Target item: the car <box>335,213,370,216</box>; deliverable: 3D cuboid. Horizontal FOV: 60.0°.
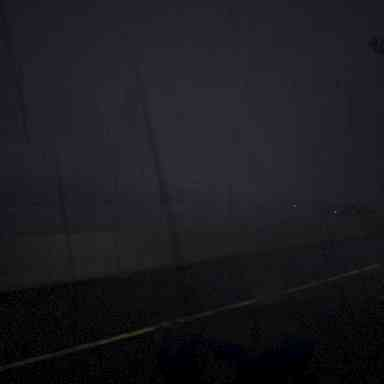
[{"bbox_3d":[14.647,1.862,30.111,4.718,1.301,1.895,1,0,-43],"label":"car"}]
